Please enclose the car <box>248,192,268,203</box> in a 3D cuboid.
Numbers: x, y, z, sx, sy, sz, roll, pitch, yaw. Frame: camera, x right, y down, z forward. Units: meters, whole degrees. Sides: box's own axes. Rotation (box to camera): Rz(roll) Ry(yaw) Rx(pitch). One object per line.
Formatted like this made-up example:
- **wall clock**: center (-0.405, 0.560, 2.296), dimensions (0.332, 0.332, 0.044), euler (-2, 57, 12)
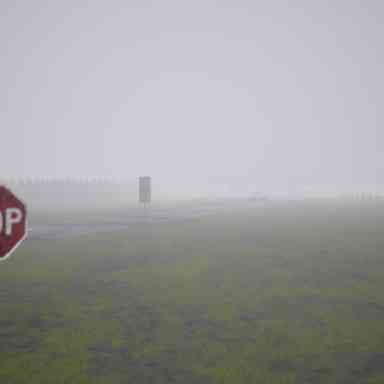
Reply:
- **car**: center (10.687, 0.756, 53.698), dimensions (2.097, 1.767, 4.553), euler (0, 1, 30)
